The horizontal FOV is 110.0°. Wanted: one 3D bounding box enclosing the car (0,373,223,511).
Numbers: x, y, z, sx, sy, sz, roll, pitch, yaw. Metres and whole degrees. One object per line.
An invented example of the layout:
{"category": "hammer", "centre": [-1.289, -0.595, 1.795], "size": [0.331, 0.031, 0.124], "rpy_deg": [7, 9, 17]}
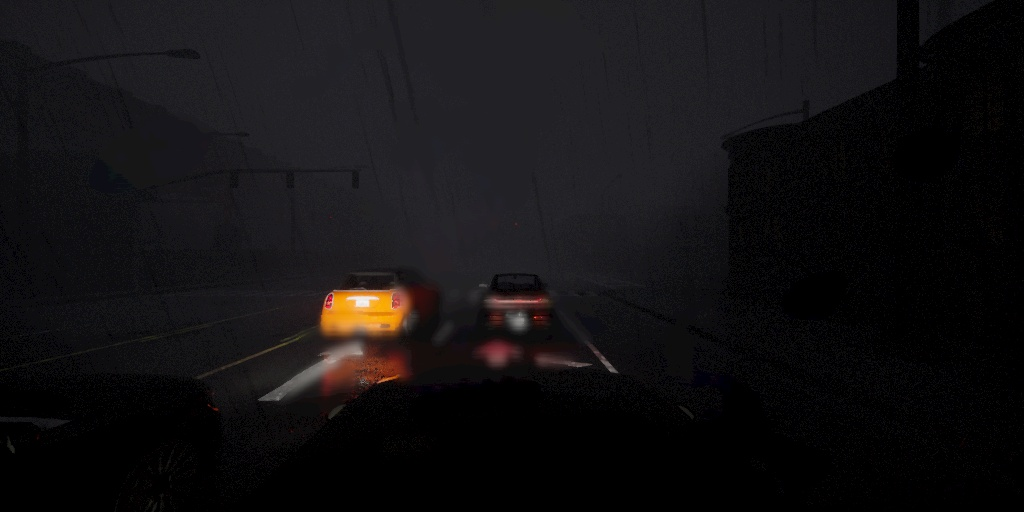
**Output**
{"category": "car", "centre": [-3.399, 1.240, 1.079], "size": [2.128, 1.511, 4.902], "rpy_deg": [0, 0, 0]}

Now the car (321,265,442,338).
{"category": "car", "centre": [-3.405, 1.102, 10.286], "size": [2.097, 1.767, 4.553], "rpy_deg": [0, 0, 0]}

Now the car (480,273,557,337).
{"category": "car", "centre": [0.104, 1.242, 10.332], "size": [2.128, 1.511, 4.902], "rpy_deg": [0, 0, -1]}
